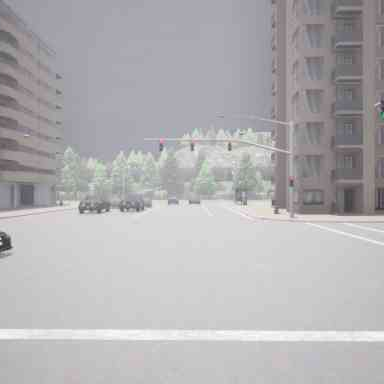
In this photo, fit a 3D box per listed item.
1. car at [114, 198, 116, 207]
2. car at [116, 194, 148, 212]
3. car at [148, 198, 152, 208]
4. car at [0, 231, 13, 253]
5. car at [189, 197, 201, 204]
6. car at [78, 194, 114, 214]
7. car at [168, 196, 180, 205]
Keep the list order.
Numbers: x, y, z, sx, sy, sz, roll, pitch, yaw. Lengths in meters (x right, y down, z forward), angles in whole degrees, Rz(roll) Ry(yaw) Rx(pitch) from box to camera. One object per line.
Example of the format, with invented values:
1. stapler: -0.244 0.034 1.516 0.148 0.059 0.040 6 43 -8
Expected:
1. car: -10.478 1.526 45.842 1.812 1.442 4.674 0 0 0
2. car: -6.999 1.221 39.442 2.150 2.045 5.566 0 0 0
3. car: -6.962 1.526 48.971 1.812 1.442 4.674 0 0 0
4. car: -8.416 1.564 11.184 4.181 1.385 1.994 0 0 1
5. car: 0.490 1.564 61.520 1.994 1.385 4.181 0 0 5
6. car: -10.508 1.221 36.239 2.150 2.045 5.566 0 0 0
7. car: -3.355 1.526 60.003 1.812 1.442 4.674 0 0 0
